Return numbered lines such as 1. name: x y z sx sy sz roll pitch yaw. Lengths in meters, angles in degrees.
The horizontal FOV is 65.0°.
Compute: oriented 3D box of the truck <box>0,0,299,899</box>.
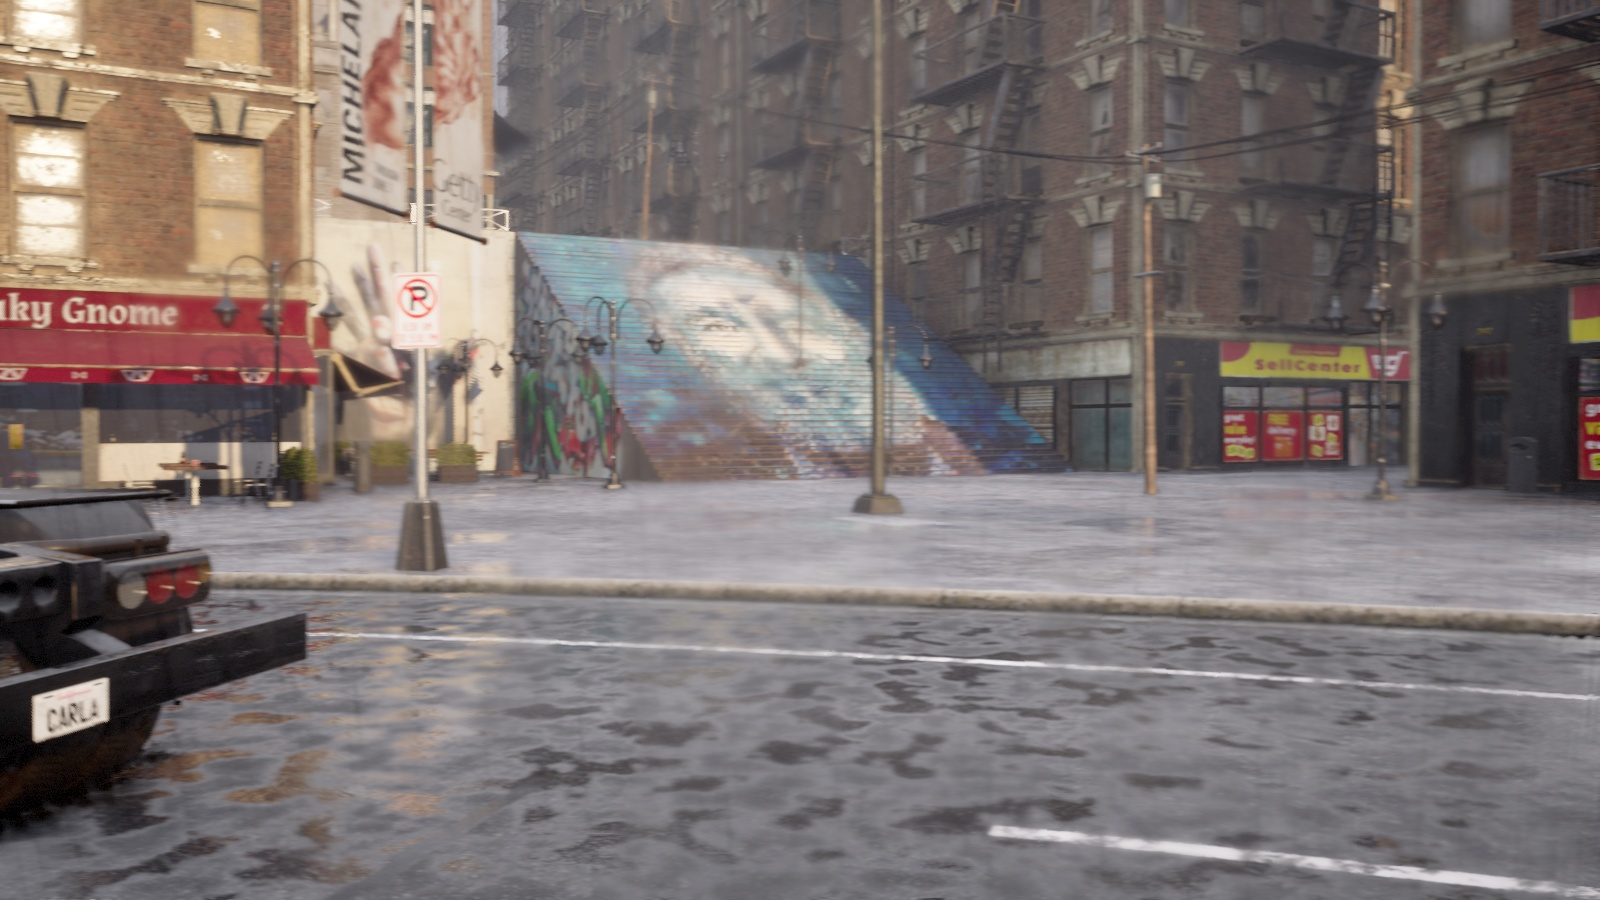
1. truck: -6.329 -0.259 4.756 7.936 3.462 2.891 0 1 11
